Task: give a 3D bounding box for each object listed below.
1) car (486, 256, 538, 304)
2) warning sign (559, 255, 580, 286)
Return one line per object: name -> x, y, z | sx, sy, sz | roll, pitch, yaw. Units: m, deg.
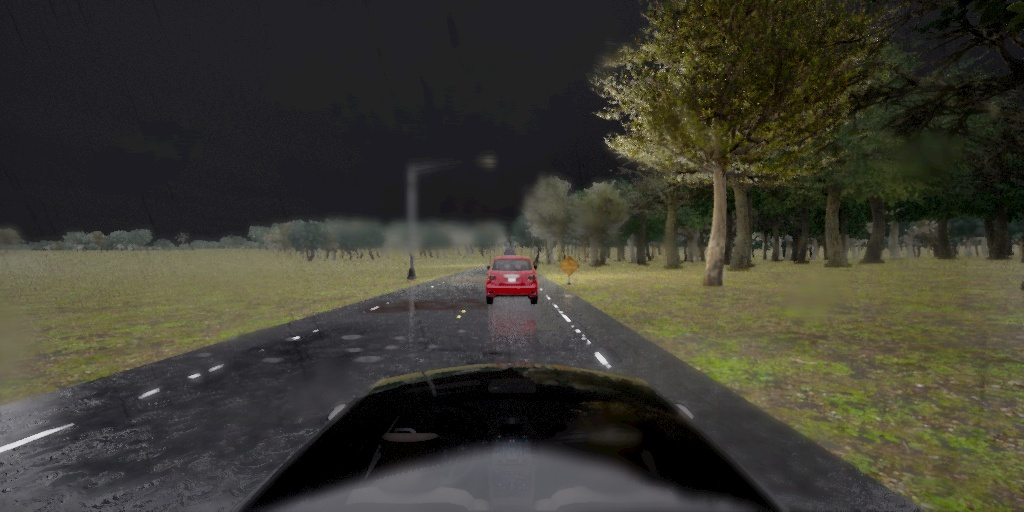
car -> 0.000, 1.019, 16.532 | 2.150, 2.045, 5.566 | 0, 0, 0
warning sign -> 3.550, 0.888, 22.293 | 1.300, 1.860, 1.060 | 0, 0, 0
